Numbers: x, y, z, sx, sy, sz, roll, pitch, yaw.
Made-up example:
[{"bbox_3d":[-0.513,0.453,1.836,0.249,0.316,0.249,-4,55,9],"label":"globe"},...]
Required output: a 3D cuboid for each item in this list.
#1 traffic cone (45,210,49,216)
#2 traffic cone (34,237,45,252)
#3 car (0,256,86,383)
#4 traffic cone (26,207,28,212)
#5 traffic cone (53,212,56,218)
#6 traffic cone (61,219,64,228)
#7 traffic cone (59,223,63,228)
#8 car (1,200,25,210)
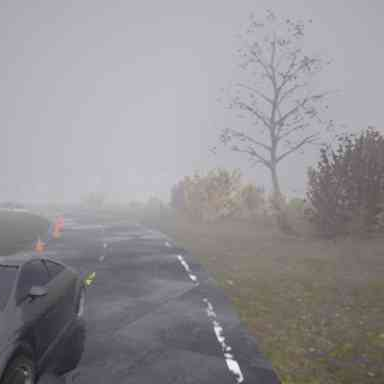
[{"bbox_3d":[-15.299,2.193,35.139,0.340,0.580,0.340,1,-1,-33],"label":"traffic cone"},{"bbox_3d":[-5.995,2.048,13.062,0.340,0.580,0.340,0,0,-12],"label":"traffic cone"},{"bbox_3d":[-2.759,1.598,4.347,1.994,1.385,4.181,0,0,-5],"label":"car"},{"bbox_3d":[-21.172,2.257,42.771,0.340,0.580,0.340,1,-1,-42],"label":"traffic cone"},{"bbox_3d":[-12.798,2.163,31.022,0.340,0.580,0.340,1,-1,-29],"label":"traffic cone"},{"bbox_3d":[-8.735,2.107,22.292,0.340,0.580,0.340,0,0,-21],"label":"traffic cone"},{"bbox_3d":[-7.195,2.079,17.727,0.340,0.580,0.340,0,0,-17],"label":"traffic cone"},{"bbox_3d":[-27.479,1.960,51.079,4.181,1.385,1.994,0,-1,33],"label":"car"}]
